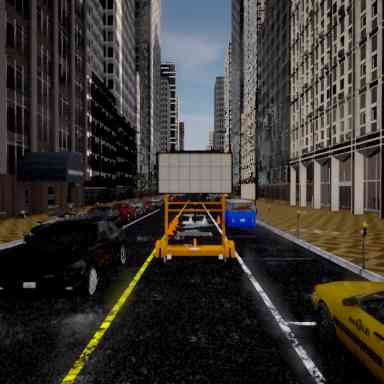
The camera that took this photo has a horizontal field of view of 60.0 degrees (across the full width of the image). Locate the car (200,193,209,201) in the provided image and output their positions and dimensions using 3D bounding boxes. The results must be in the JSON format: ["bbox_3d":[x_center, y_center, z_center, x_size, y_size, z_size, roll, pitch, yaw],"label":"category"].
[{"bbox_3d":[3.335,1.291,88.547,2.192,1.841,5.009,-1,0,0],"label":"car"}]

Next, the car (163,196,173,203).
[{"bbox_3d":[-5.169,1.564,71.557,1.802,1.307,4.206,-1,0,0],"label":"car"}]

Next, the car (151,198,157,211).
[{"bbox_3d":[-5.421,1.573,37.457,1.802,1.307,4.206,-1,0,0],"label":"car"}]

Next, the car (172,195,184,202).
[{"bbox_3d":[-2.540,1.462,62.153,1.882,1.535,5.008,0,0,0],"label":"car"}]

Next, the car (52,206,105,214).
[{"bbox_3d":[-5.589,1.547,14.723,2.008,1.369,4.403,-1,0,0],"label":"car"}]

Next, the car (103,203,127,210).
[{"bbox_3d":[-5.547,1.561,20.406,1.947,1.339,4.313,-1,0,0],"label":"car"}]

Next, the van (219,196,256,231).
[{"bbox_3d":[2.831,1.336,20.344,1.690,1.788,3.998,-1,0,0],"label":"van"}]

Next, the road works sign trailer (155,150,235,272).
[{"bbox_3d":[0.097,0.462,10.744,2.380,3.560,2.880,0,0,1],"label":"road works sign trailer"}]

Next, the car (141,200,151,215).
[{"bbox_3d":[-5.464,1.543,31.773,2.008,1.369,4.403,-1,0,0],"label":"car"}]

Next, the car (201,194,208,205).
[{"bbox_3d":[3.127,1.536,60.128,2.008,1.369,4.403,-1,0,0],"label":"car"}]

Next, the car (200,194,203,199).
[{"bbox_3d":[3.293,1.293,82.863,2.192,1.841,5.009,-1,0,0],"label":"car"}]

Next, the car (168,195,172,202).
[{"bbox_3d":[-5.253,1.536,60.190,2.008,1.369,4.403,-1,0,0],"label":"car"}]

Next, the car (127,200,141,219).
[{"bbox_3d":[-5.505,1.539,26.090,1.887,1.381,4.507,-1,0,0],"label":"car"}]

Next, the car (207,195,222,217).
[{"bbox_3d":[2.915,1.308,31.711,2.192,1.841,5.009,-1,0,0],"label":"car"}]

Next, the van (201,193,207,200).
[{"bbox_3d":[3.378,1.315,94.230,1.690,1.788,3.998,-1,0,0],"label":"van"}]

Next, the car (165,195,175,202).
[{"bbox_3d":[-5.128,1.420,77.241,1.967,1.590,4.097,-1,0,0],"label":"car"}]

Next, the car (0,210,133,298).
[{"bbox_3d":[-3.039,1.475,8.749,1.882,1.535,5.008,0,0,0],"label":"car"}]

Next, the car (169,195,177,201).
[{"bbox_3d":[-5.044,1.502,88.438,1.752,1.417,4.829,-1,0,0],"label":"car"}]

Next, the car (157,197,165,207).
[{"bbox_3d":[-5.337,1.539,48.824,2.008,1.369,4.403,-1,0,0],"label":"car"}]

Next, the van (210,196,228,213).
[{"bbox_3d":[2.957,1.332,37.395,1.690,1.788,3.998,-1,0,0],"label":"van"}]

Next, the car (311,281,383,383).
[{"bbox_3d":[2.708,1.524,3.464,1.752,1.417,4.829,-1,0,0],"label":"car"}]
